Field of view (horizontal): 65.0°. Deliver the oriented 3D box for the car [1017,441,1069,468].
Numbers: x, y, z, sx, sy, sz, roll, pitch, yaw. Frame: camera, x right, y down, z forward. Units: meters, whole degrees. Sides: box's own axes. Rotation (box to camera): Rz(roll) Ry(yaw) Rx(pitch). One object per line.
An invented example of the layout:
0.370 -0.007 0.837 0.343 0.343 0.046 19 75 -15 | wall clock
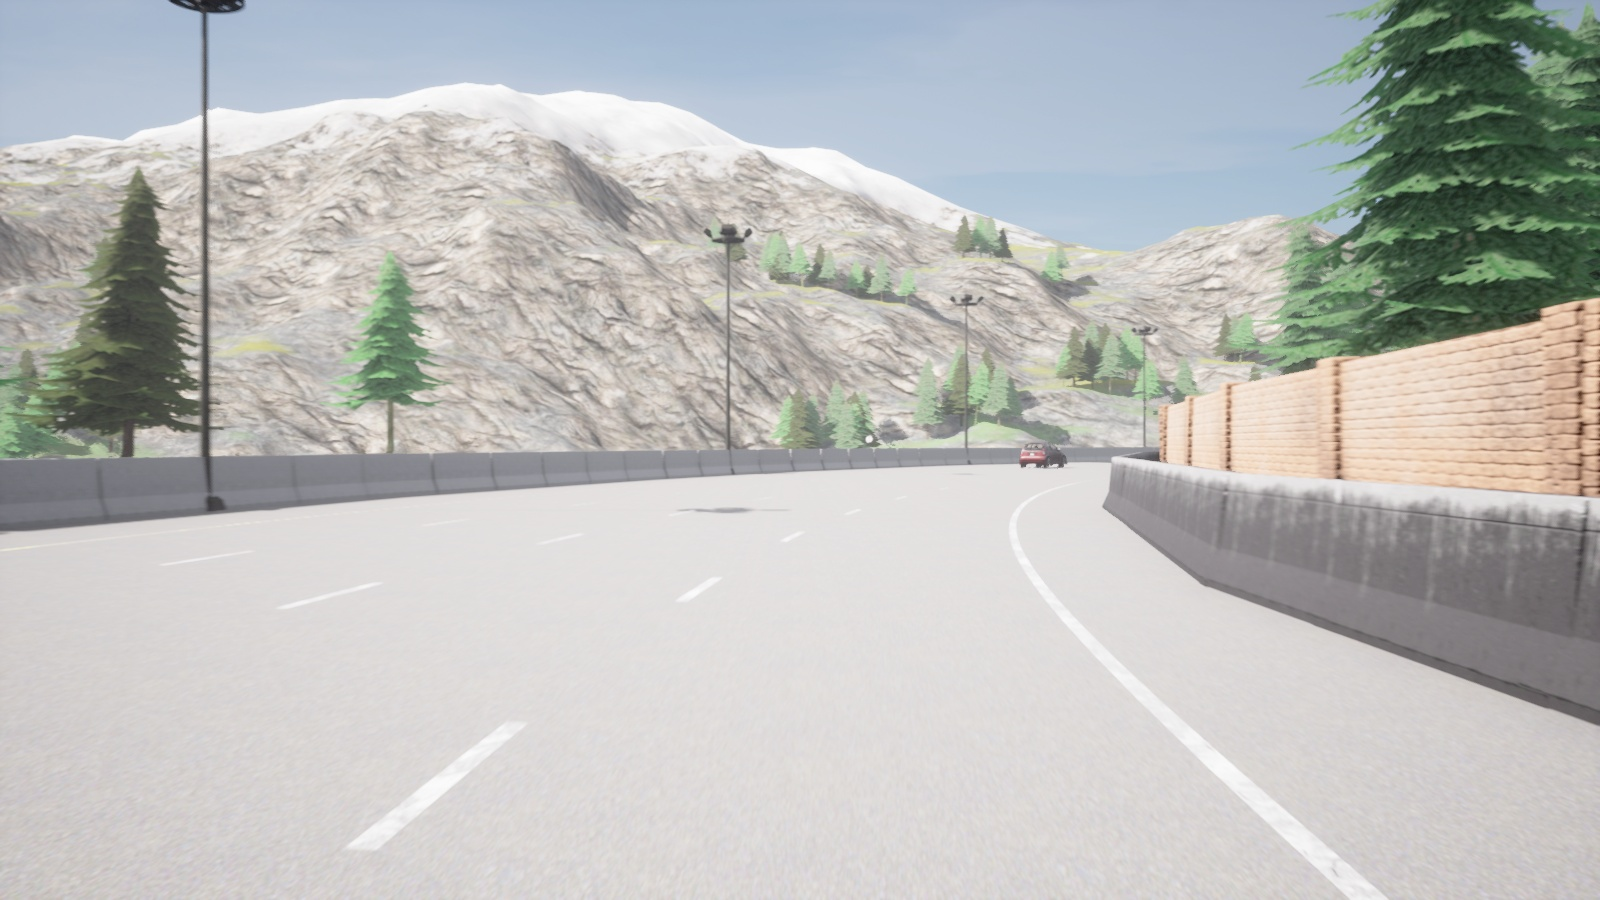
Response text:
14.877 0.273 76.754 1.851 1.617 3.988 0 0 31 | car
